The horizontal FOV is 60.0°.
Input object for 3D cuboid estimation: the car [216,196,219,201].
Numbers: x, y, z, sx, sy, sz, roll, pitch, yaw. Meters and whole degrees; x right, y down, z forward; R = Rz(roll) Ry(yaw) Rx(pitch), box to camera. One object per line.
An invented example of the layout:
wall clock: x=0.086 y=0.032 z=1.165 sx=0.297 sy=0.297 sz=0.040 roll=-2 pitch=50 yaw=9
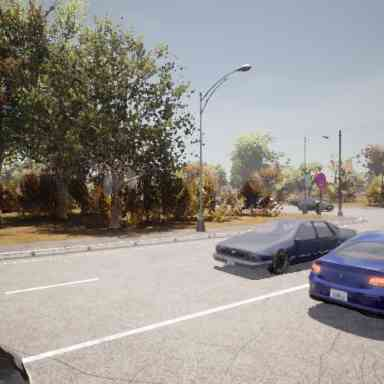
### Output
car: x=3.980 y=1.459 z=56.278 sx=1.812 sy=1.442 sz=4.674 roll=0 pitch=1 yaw=-32

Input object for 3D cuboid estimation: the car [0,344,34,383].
car: x=-3.315 y=1.492 z=1.381 sx=4.902 sy=1.511 sz=2.128 roll=0 pitch=0 yaw=-36

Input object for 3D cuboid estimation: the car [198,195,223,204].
car: x=3.458 y=1.401 z=64.007 sx=2.033 sy=1.411 sz=5.357 roll=0 pitch=1 yaw=-32

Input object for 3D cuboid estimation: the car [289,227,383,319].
car: x=4.283 y=1.526 z=6.809 sx=4.674 sy=1.442 sz=1.812 roll=0 pitch=0 yaw=-36

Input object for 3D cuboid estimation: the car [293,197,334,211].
car: x=14.613 y=1.564 z=39.458 sx=1.994 sy=1.385 sz=4.181 roll=0 pitch=0 yaw=-32

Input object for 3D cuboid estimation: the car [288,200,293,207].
car: x=16.424 y=1.489 z=50.064 sx=2.128 sy=1.511 sz=4.902 roll=0 pitch=0 yaw=-32

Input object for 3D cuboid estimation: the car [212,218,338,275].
car: x=3.225 y=1.547 z=10.619 sx=5.357 sy=1.411 sz=2.033 roll=0 pitch=0 yaw=-35
